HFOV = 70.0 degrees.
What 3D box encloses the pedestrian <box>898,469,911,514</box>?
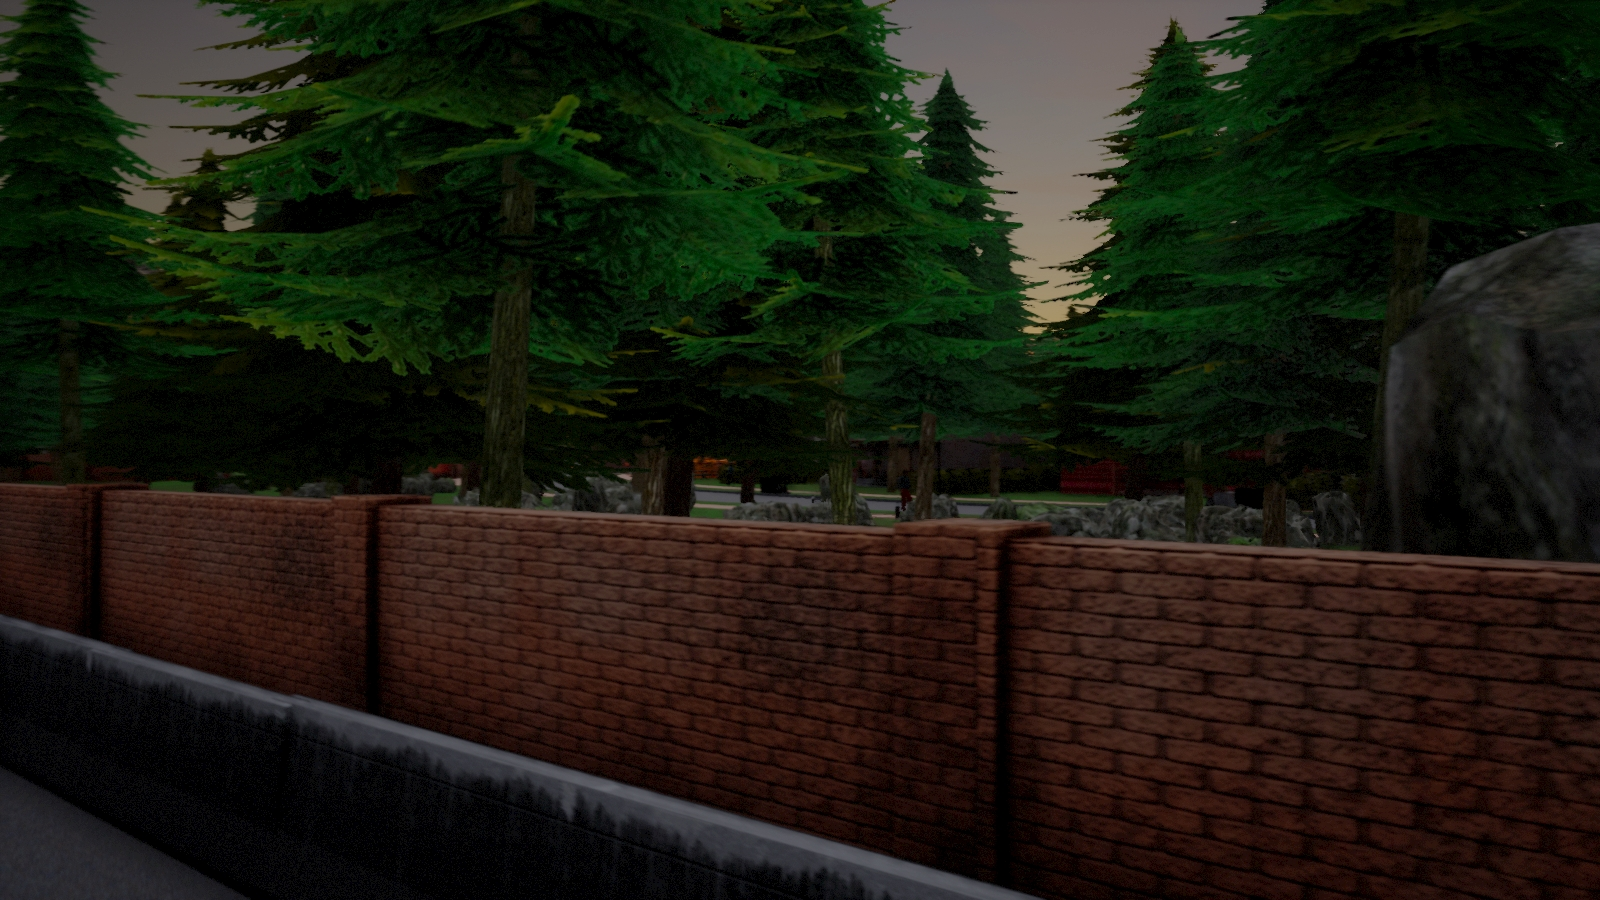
[{"bbox_3d":[4.332,1.716,47.353,0.375,1.860,0.375,0,0,-36],"label":"pedestrian"}]
